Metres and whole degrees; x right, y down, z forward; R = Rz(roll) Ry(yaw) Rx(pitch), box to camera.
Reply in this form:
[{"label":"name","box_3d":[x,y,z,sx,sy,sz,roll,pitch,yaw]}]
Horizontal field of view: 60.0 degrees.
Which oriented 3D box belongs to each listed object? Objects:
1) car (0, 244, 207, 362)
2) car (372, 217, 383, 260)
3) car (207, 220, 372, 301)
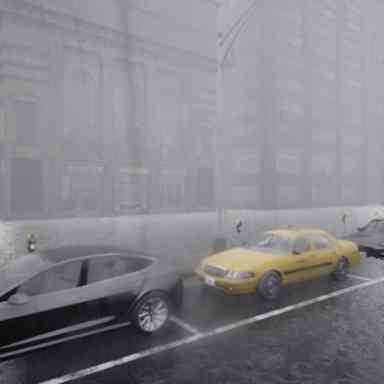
[{"label":"car","box_3d":[-2.114,1.567,5.144,4.313,1.339,1.947,0,0,-35]},{"label":"car","box_3d":[7.070,1.578,11.695,4.313,1.339,1.947,0,0,-35]},{"label":"car","box_3d":[2.340,1.532,8.320,4.829,1.417,1.752,0,0,-35]}]
